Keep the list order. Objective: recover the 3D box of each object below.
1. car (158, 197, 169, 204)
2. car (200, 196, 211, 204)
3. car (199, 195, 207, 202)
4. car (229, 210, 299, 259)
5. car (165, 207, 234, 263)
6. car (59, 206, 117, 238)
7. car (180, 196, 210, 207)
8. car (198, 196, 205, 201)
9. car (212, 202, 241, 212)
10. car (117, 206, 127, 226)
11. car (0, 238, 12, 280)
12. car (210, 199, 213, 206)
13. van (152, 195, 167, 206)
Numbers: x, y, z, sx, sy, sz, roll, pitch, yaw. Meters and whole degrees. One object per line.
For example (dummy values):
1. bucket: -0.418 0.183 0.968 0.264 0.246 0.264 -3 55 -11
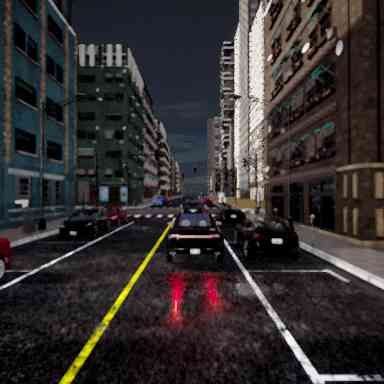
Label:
1. car: -5.699 1.720 67.100 1.887 1.381 4.507 0 0 0
2. car: 2.683 1.615 67.101 1.967 1.590 4.097 0 0 0
3. car: 2.679 1.667 83.684 1.967 1.590 4.097 0 0 0
4. car: 2.694 1.594 12.593 1.947 1.339 4.313 0 0 0
5. car: 0.092 1.518 12.080 2.128 1.511 4.902 0 0 0
6. car: -5.688 1.607 18.126 1.947 1.339 4.313 0 0 0
7. car: 0.112 1.412 25.708 2.097 1.767 4.553 0 0 1
8. car: 2.676 1.816 94.739 2.008 1.369 4.403 0 0 0
9. car: 2.692 1.621 23.640 1.947 1.339 4.313 0 0 0
10. car: -5.690 1.637 23.650 1.802 1.307 4.206 0 0 0
11. car: -5.685 1.561 7.080 1.887 1.381 4.507 0 0 0
12. car: 2.684 1.725 56.045 1.802 1.307 4.206 0 0 0
13. van: -5.695 1.484 56.045 1.690 1.788 3.998 0 0 0
